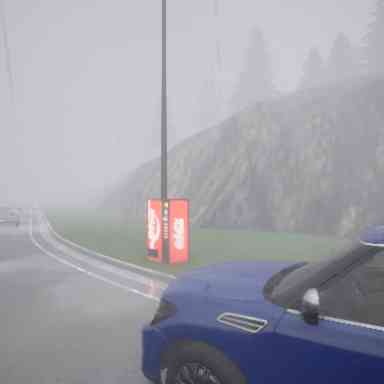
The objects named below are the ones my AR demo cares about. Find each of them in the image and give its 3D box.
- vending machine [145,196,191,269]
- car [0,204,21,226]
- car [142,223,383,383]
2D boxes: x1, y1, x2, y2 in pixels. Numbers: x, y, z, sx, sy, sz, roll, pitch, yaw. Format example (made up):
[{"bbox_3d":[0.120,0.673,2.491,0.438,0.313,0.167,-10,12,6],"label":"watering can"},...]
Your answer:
[{"bbox_3d":[-0.750,1.195,10.333,1.100,2.100,0.880,0,0,-42],"label":"vending machine"},{"bbox_3d":[-12.702,1.526,22.568,1.812,1.442,4.674,0,0,-27],"label":"car"},{"bbox_3d":[2.120,1.223,2.649,5.566,2.045,2.150,0,0,36],"label":"car"}]
